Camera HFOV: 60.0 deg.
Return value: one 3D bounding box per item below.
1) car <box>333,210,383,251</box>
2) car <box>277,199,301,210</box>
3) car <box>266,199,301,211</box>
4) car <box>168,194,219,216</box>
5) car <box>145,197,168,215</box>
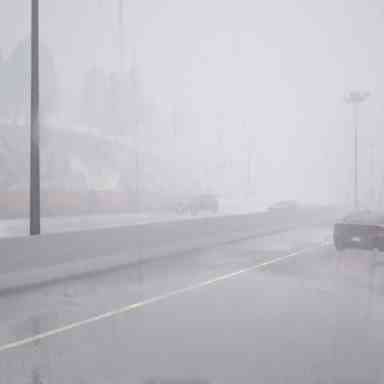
[{"bbox_3d":[7.271,1.474,13.304,1.882,1.535,5.008,0,0,41],"label":"car"},{"bbox_3d":[13.174,1.596,45.008,1.895,1.301,4.718,0,0,32],"label":"car"},{"bbox_3d":[9.051,1.544,32.686,2.033,1.411,5.357,0,0,36],"label":"car"},{"bbox_3d":[0.546,1.222,33.017,2.150,2.045,5.566,0,0,38],"label":"car"},{"bbox_3d":[-2.739,1.354,34.543,2.097,1.767,4.553,0,0,38],"label":"car"}]
